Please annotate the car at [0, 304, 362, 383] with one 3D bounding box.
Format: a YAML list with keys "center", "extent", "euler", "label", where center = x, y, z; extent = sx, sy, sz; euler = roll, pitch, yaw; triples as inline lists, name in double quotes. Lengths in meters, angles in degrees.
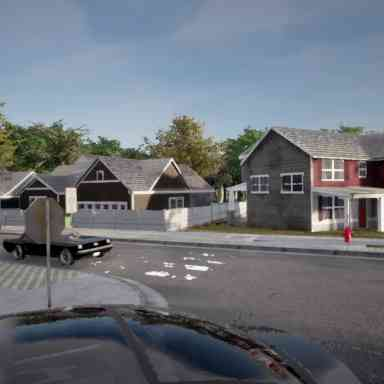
- center: [-1.215, 1.527, 1.538]
  extent: [4.892, 1.490, 1.837]
  euler: [0, 0, -25]
  label: "car"

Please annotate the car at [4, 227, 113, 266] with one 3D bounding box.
- center: [-5.596, 2.134, 13.868]
  extent: [4.718, 1.301, 1.895]
  euler: [-2, 0, 30]
  label: "car"
